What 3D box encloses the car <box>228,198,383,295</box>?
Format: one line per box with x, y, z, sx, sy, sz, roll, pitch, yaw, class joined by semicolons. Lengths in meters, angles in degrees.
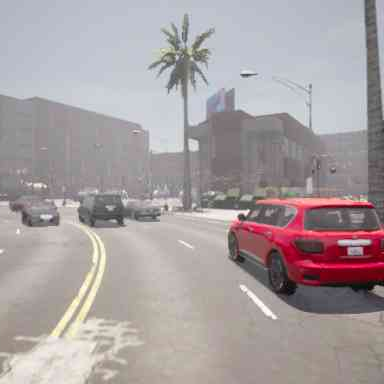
2.613;1.177;8.825;2.150;2.045;5.566;0;0;-9;car

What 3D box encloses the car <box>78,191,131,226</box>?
-6.325;1.144;22.921;2.150;2.045;5.566;0;0;-29;car

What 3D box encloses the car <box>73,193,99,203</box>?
-20.182;1.045;63.172;4.553;1.767;2.185;0;0;30;car

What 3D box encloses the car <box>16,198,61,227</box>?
-10.213;1.426;22.360;2.128;1.511;4.902;0;0;-33;car

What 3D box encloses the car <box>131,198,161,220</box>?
-4.412;1.447;26.754;2.033;1.411;5.357;0;0;-34;car

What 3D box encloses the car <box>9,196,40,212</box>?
-17.587;1.252;35.488;4.553;1.767;2.097;0;0;38;car
